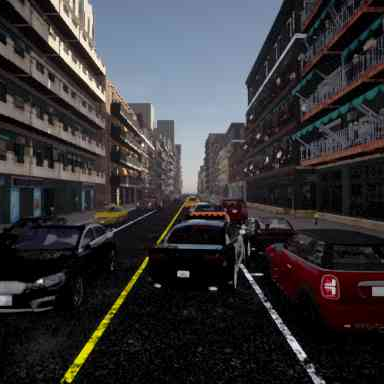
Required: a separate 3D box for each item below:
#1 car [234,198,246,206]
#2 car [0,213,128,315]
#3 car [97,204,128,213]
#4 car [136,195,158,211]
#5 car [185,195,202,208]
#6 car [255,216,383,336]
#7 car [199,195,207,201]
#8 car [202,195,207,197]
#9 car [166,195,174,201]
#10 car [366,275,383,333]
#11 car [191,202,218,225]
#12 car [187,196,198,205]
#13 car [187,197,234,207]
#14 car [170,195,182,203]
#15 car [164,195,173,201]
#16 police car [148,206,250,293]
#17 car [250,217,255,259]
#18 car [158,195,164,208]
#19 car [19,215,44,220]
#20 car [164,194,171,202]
[{"bbox_3d":[2.724,1.313,23.584,2.192,1.841,5.009,0,0,0],"label":"car"},{"bbox_3d":[-3.090,1.492,7.830,2.128,1.511,4.902,0,0,0],"label":"car"},{"bbox_3d":[-5.658,1.524,23.428,1.752,1.417,4.829,0,0,0],"label":"car"},{"bbox_3d":[-5.636,1.434,40.508,1.967,1.590,4.097,0,0,0],"label":"car"},{"bbox_3d":[0.064,1.470,45.559,1.882,1.535,5.008,0,0,0],"label":"car"},{"bbox_3d":[2.701,1.440,6.675,1.967,1.590,4.097,0,0,0],"label":"car"},{"bbox_3d":[2.803,1.520,85.584,1.887,1.381,4.507,0,0,0],"label":"car"},{"bbox_3d":[2.789,1.506,74.481,1.752,1.417,4.829,0,0,0],"label":"car"},{"bbox_3d":[-5.577,1.520,85.599,1.887,1.381,4.507,0,0,0],"label":"car"},{"bbox_3d":[2.693,1.545,1.038,1.887,1.381,4.507,0,0,0],"label":"car"},{"bbox_3d":[0.856,1.524,24.803,1.812,1.442,4.674,0,0,0],"label":"car"},{"bbox_3d":[0.078,1.465,60.189,1.882,1.535,5.008,0,0,0],"label":"car"},{"bbox_3d":[0.924,1.350,18.781,2.097,1.767,4.553,0,0,0],"label":"car"},{"bbox_3d":[-2.912,1.585,66.990,1.895,1.301,4.718,0,0,0],"label":"car"},{"bbox_3d":[-5.584,1.418,79.962,1.967,1.590,4.097,0,0,0],"label":"car"},{"bbox_3d":[0.400,1.422,9.148,1.930,1.638,5.238,-1,0,13],"label":"police car"},{"bbox_3d":[2.708,1.551,12.310,2.008,1.369,4.403,0,0,0],"label":"car"},{"bbox_3d":[-5.628,1.307,46.145,2.192,1.841,5.009,0,0,0],"label":"car"},{"bbox_3d":[-5.673,1.566,12.325,1.947,1.339,4.313,0,0,0],"label":"car"},{"bbox_3d":[-5.591,1.296,74.326,2.192,1.841,5.009,0,0,0],"label":"car"}]
